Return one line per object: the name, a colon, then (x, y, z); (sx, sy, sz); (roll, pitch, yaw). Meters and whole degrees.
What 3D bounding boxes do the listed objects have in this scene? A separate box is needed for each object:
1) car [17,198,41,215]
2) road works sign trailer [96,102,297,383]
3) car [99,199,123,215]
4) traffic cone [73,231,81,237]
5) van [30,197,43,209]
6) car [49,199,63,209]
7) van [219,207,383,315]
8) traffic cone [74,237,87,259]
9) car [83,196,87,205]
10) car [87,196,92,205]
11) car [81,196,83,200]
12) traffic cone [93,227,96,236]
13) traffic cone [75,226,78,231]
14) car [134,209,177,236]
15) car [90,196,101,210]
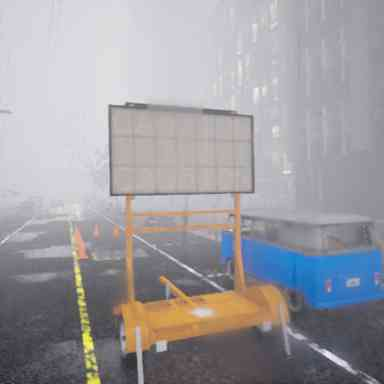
car: (-17.961, 1.725, 36.218); (2.008, 1.369, 4.403); (-1, 0, -21)
road works sign trailer: (-0.151, 0.445, 5.404); (2.380, 3.560, 2.880); (-1, 0, -21)
car: (-8.102, 1.604, 33.879); (1.802, 1.307, 4.206); (-1, 0, -21)
traffic cone: (-4.523, 1.982, 13.365); (0.340, 0.580, 0.340); (-1, 0, -21)
van: (-22.018, 1.539, 46.856); (1.690, 1.788, 3.998); (-1, 0, -21)
car: (-19.964, 1.703, 49.027); (2.033, 1.411, 5.357); (-1, 0, -21)
van: (2.027, 1.280, 7.282); (1.690, 1.788, 3.998); (-1, 0, -21)
traffic cone: (-3.810, 1.977, 11.497); (0.340, 0.580, 0.340); (-1, 0, -21)
car: (-18.238, 1.518, 60.476); (1.967, 1.590, 4.097); (-1, 0, -21)
car: (-14.183, 1.612, 49.837); (2.008, 1.369, 4.403); (-1, 0, -21)
car: (-20.265, 1.526, 65.795); (1.967, 1.590, 4.097); (-1, 0, -21)
traffic cone: (-5.012, 1.978, 17.459); (0.340, 0.580, 0.340); (-1, 0, -21)
traffic cone: (-5.234, 1.988, 15.234); (0.340, 0.580, 0.340); (-1, 0, -21)
car: (-2.022, 1.554, 17.920); (1.802, 1.307, 4.206); (-1, 0, -21)
car: (-12.156, 1.601, 44.518); (2.008, 1.369, 4.403); (-1, 0, -21)
